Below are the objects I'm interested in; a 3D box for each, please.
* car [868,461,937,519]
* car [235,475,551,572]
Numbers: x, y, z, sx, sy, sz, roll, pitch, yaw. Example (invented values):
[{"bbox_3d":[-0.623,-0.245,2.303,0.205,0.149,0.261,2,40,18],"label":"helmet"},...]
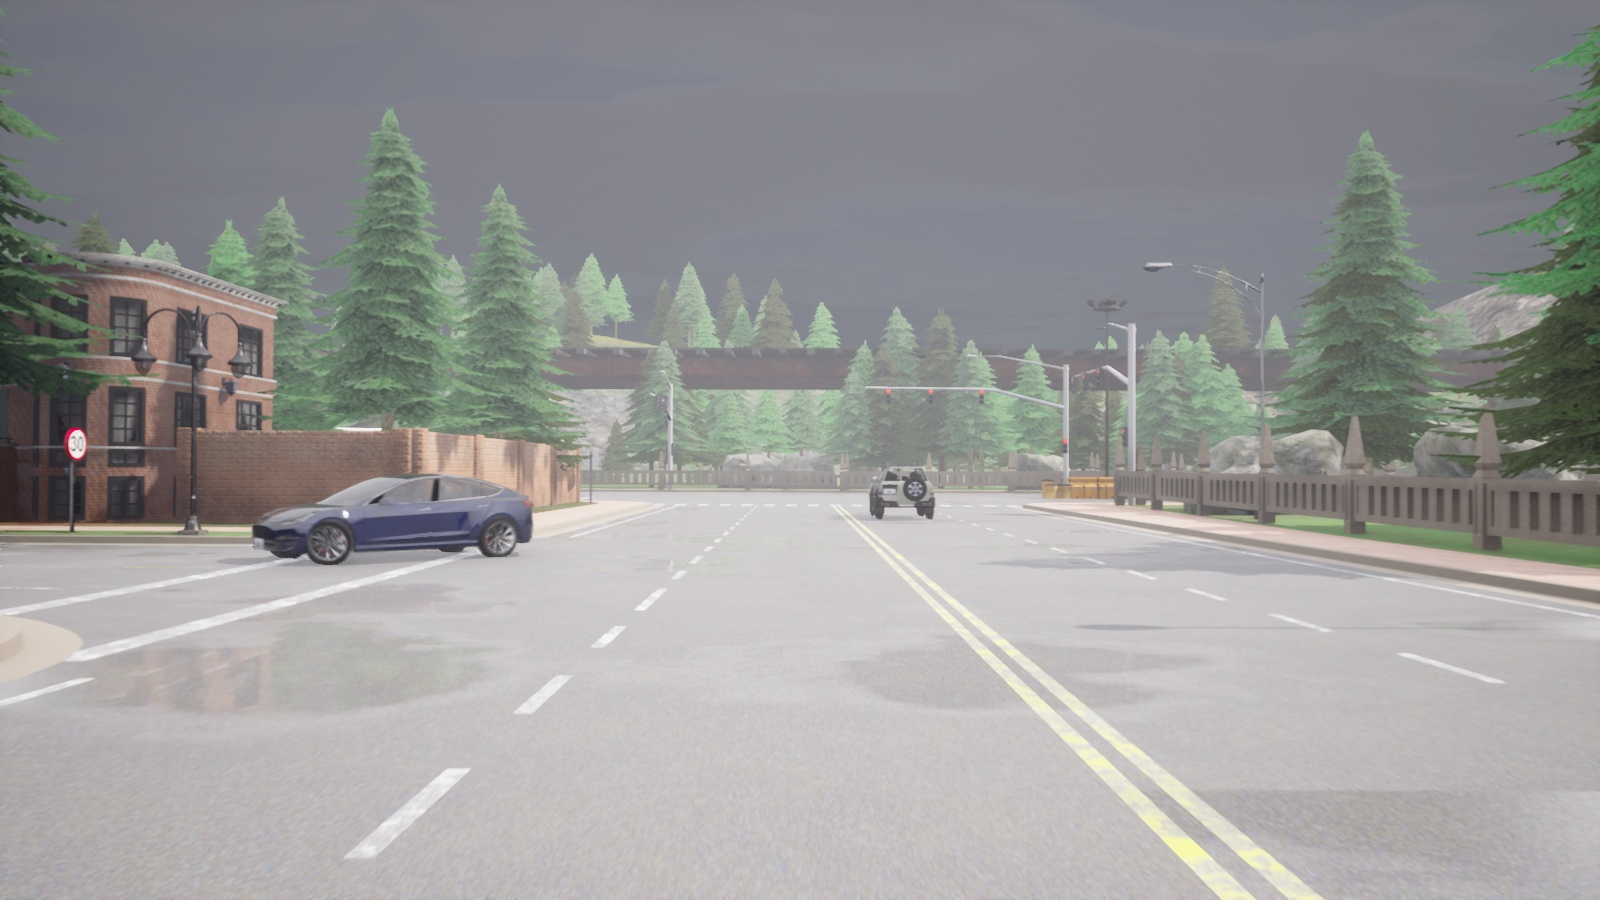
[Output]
[{"bbox_3d":[3.400,1.325,42.468,1.932,1.855,4.605,0,-1,0],"label":"car"},{"bbox_3d":[-7.025,1.201,21.982,4.792,1.488,2.163,1,-1,-42],"label":"car"}]
